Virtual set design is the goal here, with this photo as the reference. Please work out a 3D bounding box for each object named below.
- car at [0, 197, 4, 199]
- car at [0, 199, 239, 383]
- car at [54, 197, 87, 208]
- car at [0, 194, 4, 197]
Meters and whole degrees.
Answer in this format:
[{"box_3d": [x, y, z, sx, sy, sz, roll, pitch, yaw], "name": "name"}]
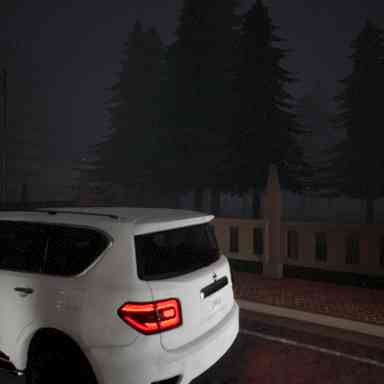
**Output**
[{"box_3d": [-19.962, 1.581, 35.697, 1.812, 1.442, 4.674, 0, 0, 22], "name": "car"}, {"box_3d": [-2.108, 1.222, 4.740, 5.566, 2.045, 2.150, 0, 0, 29], "name": "car"}, {"box_3d": [-18.101, 1.533, 49.877, 1.882, 1.535, 5.008, 0, 0, 22], "name": "car"}, {"box_3d": [-23.351, 1.277, 36.663, 2.150, 2.045, 5.566, 0, 0, 22], "name": "car"}]
